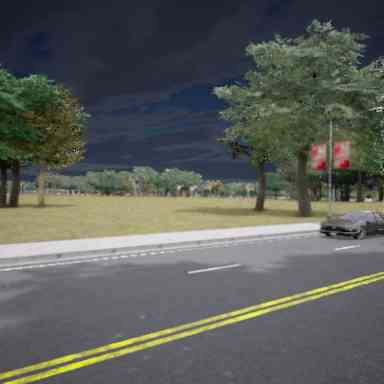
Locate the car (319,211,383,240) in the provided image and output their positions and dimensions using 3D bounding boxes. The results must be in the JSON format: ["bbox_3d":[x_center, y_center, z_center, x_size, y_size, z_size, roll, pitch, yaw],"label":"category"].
[{"bbox_3d":[9.276,1.742,18.289,5.357,1.411,2.033,1,0,-35],"label":"car"}]
